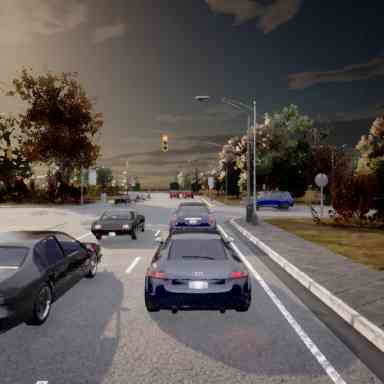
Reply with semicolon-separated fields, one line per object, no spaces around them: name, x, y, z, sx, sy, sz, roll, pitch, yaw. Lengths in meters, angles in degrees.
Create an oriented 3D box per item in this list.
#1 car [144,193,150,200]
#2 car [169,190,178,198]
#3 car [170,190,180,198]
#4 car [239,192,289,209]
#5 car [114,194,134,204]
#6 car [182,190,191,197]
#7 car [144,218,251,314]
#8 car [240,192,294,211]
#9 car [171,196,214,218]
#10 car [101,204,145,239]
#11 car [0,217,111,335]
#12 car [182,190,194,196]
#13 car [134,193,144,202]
car;-10.865;1.101;71.169;1.895;1.301;4.718;0;1;-1
car;-5.107;0.442;93.644;2.150;2.045;5.566;0;1;-7
car;-4.273;0.590;82.902;2.150;2.045;5.566;0;1;-3
car;8.753;0.974;40.559;5.566;2.045;2.150;0;0;-3
car;-10.805;1.273;52.110;1.895;1.301;4.718;0;0;0
car;-1.619;0.401;94.035;2.097;1.767;4.553;0;1;-7
car;0.079;1.541;7.668;1.994;1.385;4.181;0;0;-1
car;8.405;1.000;36.896;5.566;2.045;2.150;0;0;-6
car;0.039;1.273;16.301;2.097;1.767;4.553;0;0;0
car;-3.482;1.519;16.622;1.895;1.301;4.718;0;0;-1
car;-3.418;1.528;6.978;2.033;1.411;5.357;0;0;-1
car;-0.799;0.573;83.388;2.150;2.045;5.566;0;1;-4
car;-10.819;1.094;61.212;2.128;1.511;4.902;0;0;0
